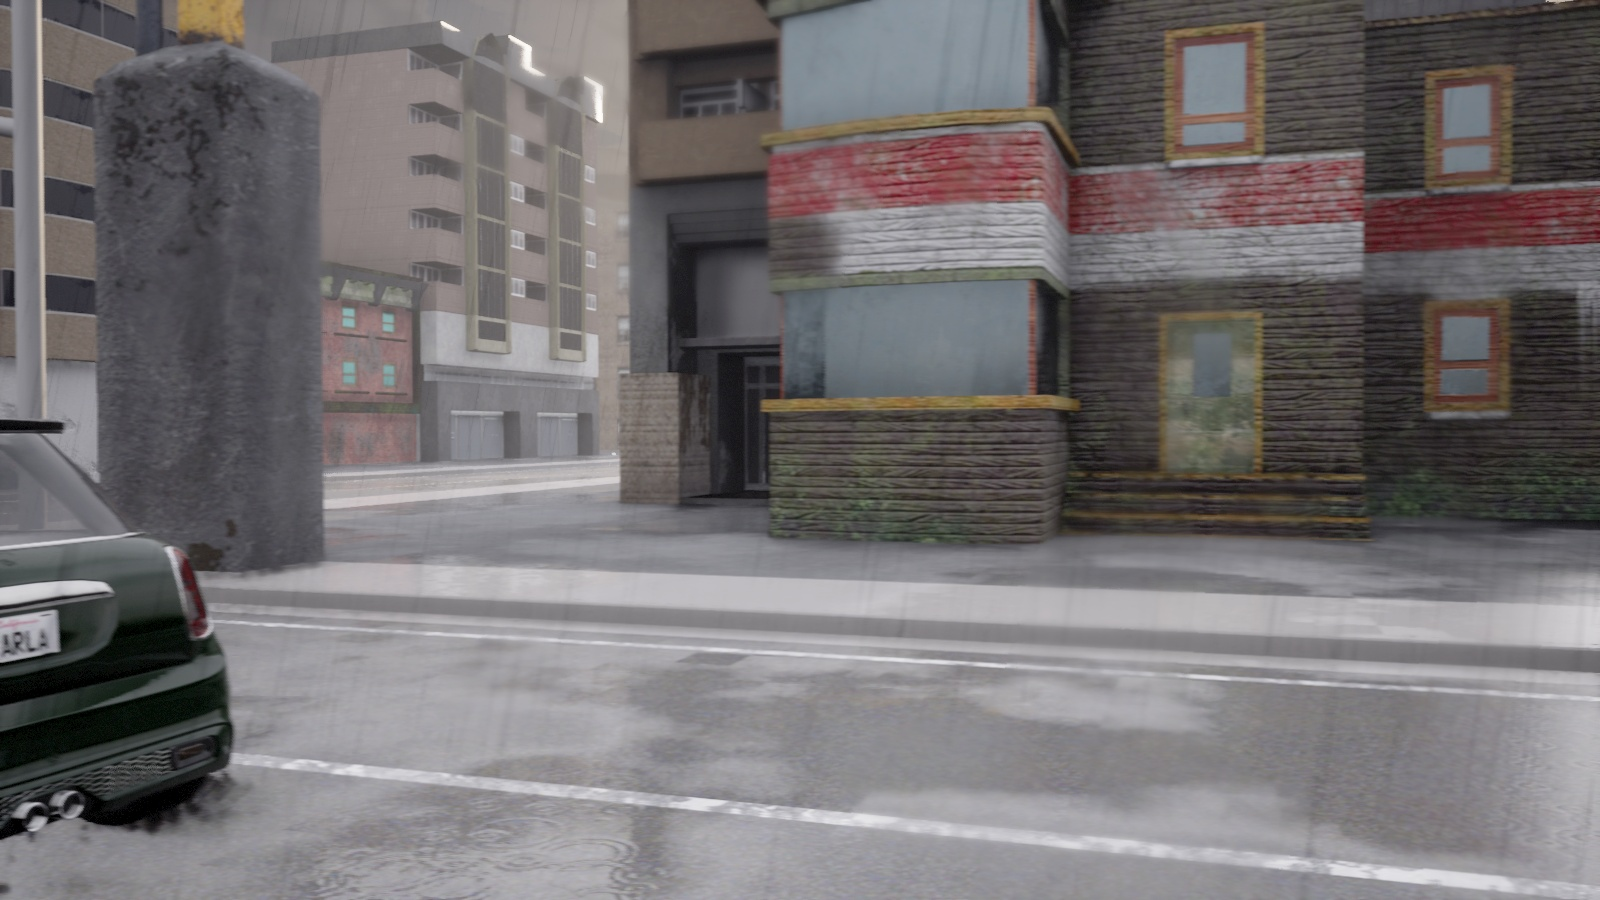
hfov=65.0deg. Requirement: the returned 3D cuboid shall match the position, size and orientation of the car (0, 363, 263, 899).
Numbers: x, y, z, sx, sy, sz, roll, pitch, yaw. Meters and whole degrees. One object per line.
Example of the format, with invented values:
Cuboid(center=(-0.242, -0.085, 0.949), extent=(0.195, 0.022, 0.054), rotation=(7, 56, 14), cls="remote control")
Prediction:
Cuboid(center=(-4.641, 0.591, 4.751), extent=(4.553, 1.767, 2.097), rotation=(1, 1, 19), cls="car")
